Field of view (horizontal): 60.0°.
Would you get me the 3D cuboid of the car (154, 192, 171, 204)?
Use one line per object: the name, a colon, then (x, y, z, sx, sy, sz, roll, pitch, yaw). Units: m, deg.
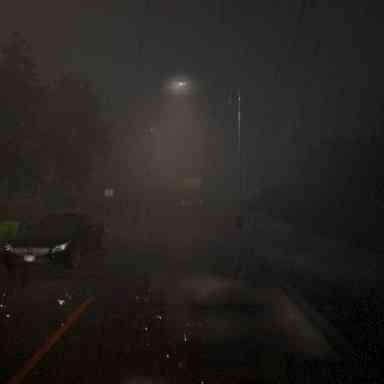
car: (-4.068, 0.766, 46.705, 2.097, 1.767, 4.553, 0, 1, 0)

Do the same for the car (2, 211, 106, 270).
car: (-4.094, 1.390, 10.714, 1.812, 1.442, 4.674, 0, 1, 0)

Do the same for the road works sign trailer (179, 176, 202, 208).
road works sign trailer: (-0.001, -0.016, 38.262, 2.380, 3.560, 2.880, 0, 1, 0)
